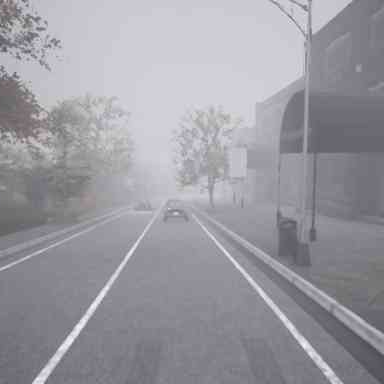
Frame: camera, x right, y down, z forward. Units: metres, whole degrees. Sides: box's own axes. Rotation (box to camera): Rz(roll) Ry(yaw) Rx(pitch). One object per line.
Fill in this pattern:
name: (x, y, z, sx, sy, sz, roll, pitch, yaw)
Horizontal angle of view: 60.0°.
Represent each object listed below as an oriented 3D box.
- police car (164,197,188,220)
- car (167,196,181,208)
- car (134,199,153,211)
police car: (-1.362, 1.485, 27.724, 2.038, 1.542, 4.974, 0, 0, -3)
car: (-2.634, 1.453, 47.709, 1.882, 1.535, 5.008, 0, 0, -3)
car: (-5.807, 1.571, 40.324, 1.994, 1.385, 4.181, 0, 0, -3)
